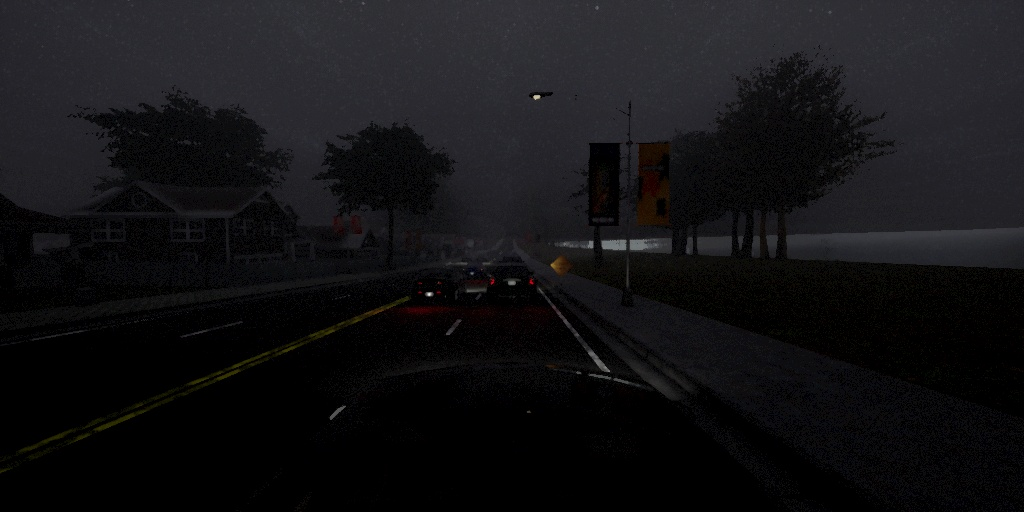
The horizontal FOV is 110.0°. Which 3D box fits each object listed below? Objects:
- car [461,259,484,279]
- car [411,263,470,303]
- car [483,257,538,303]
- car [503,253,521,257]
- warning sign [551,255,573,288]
[{"bbox_3d":[-3.249,1.225,31.524,1.812,1.442,4.674,0,0,0],"label":"car"},{"bbox_3d":[-3.249,1.246,16.512,1.837,1.490,4.892,0,0,0],"label":"car"},{"bbox_3d":[0.001,1.096,16.482,2.097,1.767,4.553,0,0,0],"label":"car"},{"bbox_3d":[0.001,0.950,31.550,2.150,2.045,5.566,0,0,0],"label":"car"},{"bbox_3d":[2.850,0.835,21.023,1.300,1.860,1.060,0,0,0],"label":"warning sign"}]
